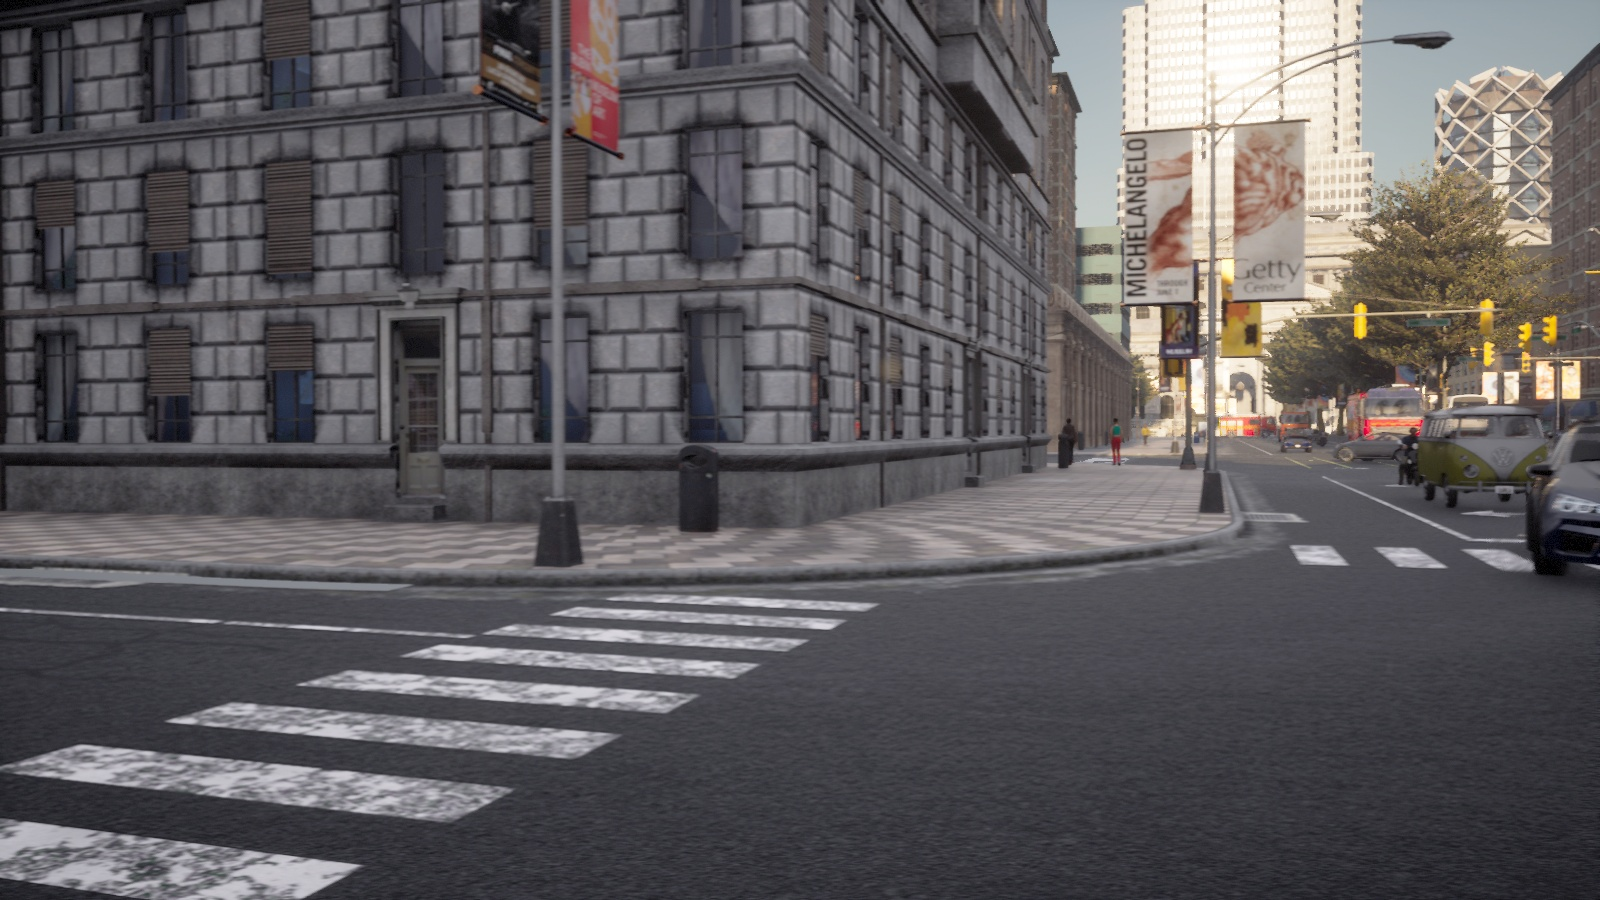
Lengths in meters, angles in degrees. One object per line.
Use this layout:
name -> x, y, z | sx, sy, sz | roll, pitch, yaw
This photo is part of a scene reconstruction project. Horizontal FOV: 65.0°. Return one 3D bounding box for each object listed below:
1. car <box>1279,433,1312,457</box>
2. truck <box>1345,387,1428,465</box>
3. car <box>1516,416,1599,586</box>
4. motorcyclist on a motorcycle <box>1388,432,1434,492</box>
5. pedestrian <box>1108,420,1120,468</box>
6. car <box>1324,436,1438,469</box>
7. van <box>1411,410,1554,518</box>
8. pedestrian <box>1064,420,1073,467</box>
car -> 31.947, -0.335, 81.045 | 1.816, 1.474, 4.193 | 1, 1, 19
truck -> 30.754, -1.278, 66.172 | 2.891, 3.827, 8.468 | 1, 1, 18
car -> 9.382, 0.483, 14.098 | 2.242, 1.667, 4.611 | 1, 1, 29
motorcyclist on a motorcycle -> 16.543, 0.300, 34.029 | 0.866, 1.590, 1.817 | 1, 1, 18
pedestrian -> 12.085, -0.248, 48.288 | 0.345, 1.836, 0.594 | 0, 1, 4
car -> 26.170, 0.085, 56.676 | 1.994, 1.385, 4.181 | 0, 1, -36
van -> 13.804, 0.224, 25.656 | 1.775, 1.987, 4.442 | 1, 1, 18
pedestrian -> 10.462, -0.266, 48.995 | 0.328, 1.805, 0.869 | 0, 1, 12
